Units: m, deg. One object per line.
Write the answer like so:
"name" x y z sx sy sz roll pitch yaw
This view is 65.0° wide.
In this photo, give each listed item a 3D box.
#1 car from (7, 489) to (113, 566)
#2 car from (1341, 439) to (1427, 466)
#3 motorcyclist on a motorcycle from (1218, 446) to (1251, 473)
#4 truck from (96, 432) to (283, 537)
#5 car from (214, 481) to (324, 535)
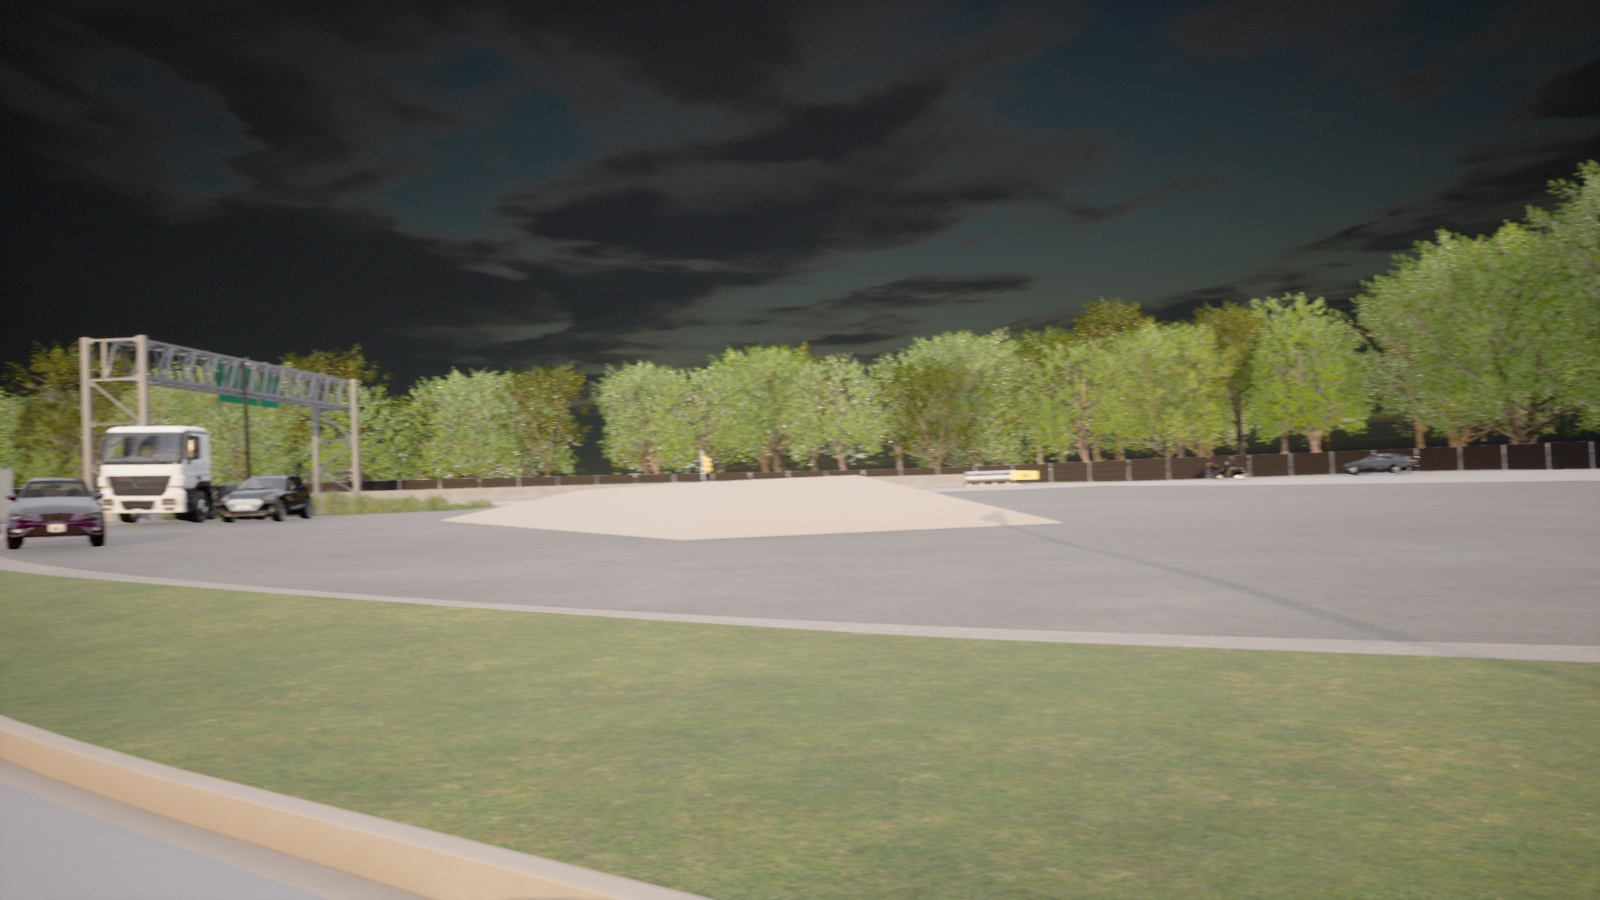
"car" -16.018 1.624 27.198 1.816 1.474 4.193 -1 -1 -31
"car" 40.249 0.207 86.636 2.128 1.511 4.902 -3 -1 -41
"motorcyclist on a motorcycle" 27.302 0.623 78.962 1.817 1.590 0.866 -3 0 23
"truck" -22.094 1.276 46.039 2.891 3.462 7.936 -2 -2 1
"car" -18.304 1.964 43.566 2.033 1.649 4.856 -2 -1 -4
